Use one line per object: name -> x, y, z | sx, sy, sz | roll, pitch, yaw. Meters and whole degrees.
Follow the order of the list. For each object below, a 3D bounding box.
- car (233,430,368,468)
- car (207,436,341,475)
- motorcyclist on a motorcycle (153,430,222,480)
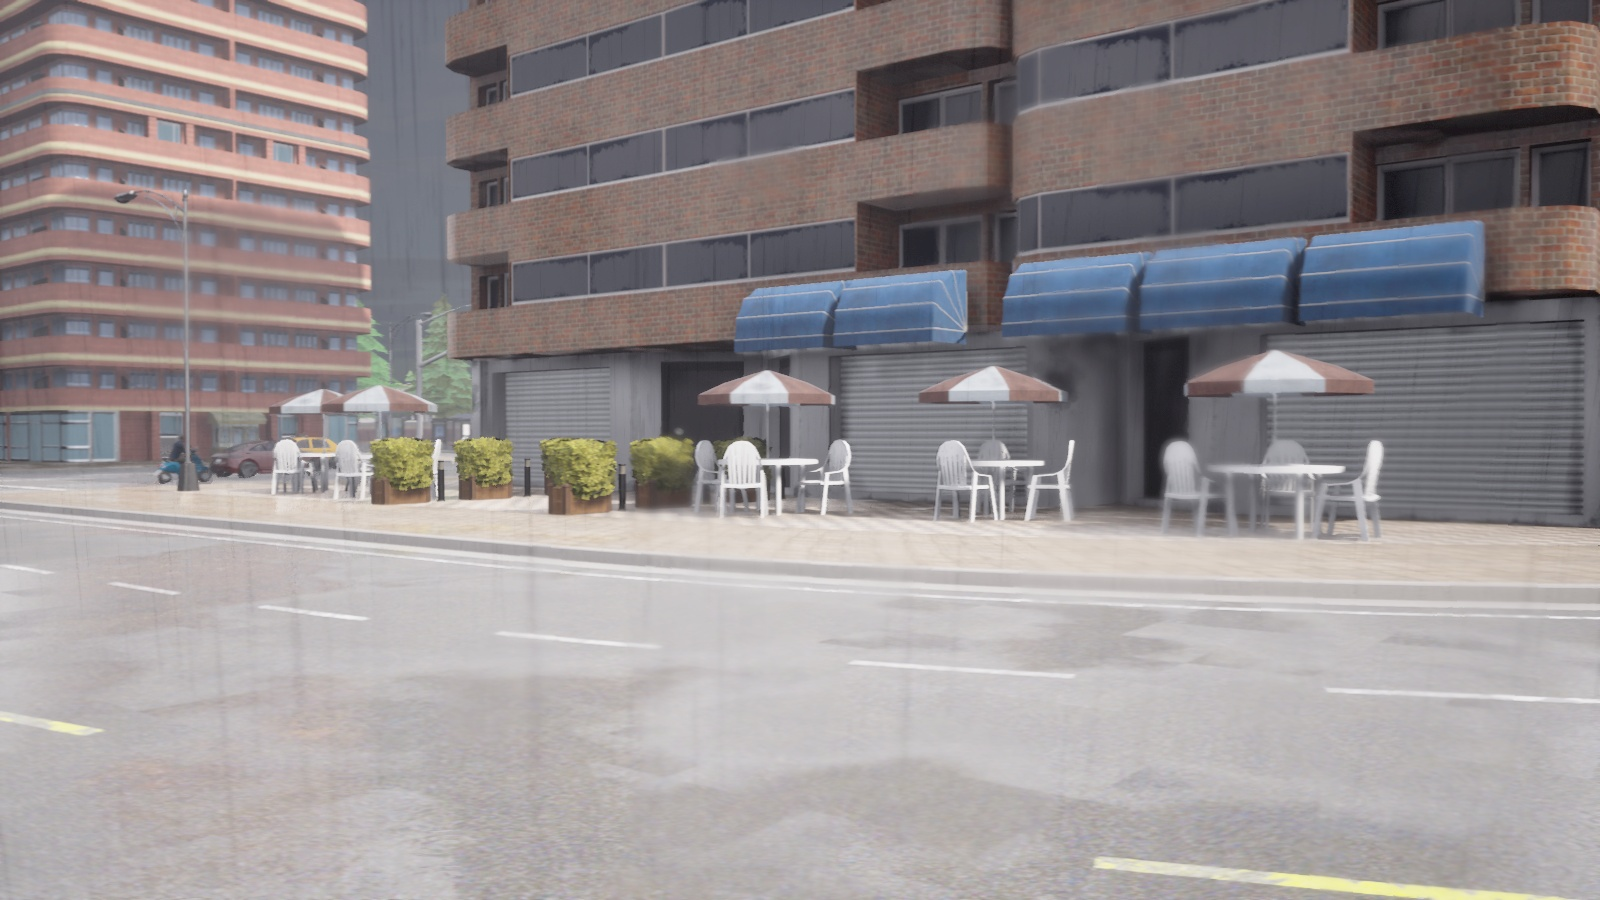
car -> -21.972, -0.085, 55.427 | 1.801, 1.575, 5.366 | 1, 1, 38
car -> -19.670, 0.173, 47.080 | 1.994, 1.385, 4.181 | 1, 1, 38
motorcyclist on a motorcycle -> -20.007, 0.149, 41.033 | 0.866, 1.590, 1.817 | 1, 1, 38
